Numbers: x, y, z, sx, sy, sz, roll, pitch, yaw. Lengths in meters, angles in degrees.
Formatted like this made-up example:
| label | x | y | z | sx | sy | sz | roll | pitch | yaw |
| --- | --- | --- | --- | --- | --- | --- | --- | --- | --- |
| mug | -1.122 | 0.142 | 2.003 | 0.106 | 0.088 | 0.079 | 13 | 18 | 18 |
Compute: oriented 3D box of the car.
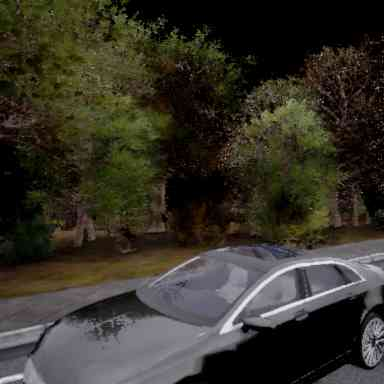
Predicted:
| label | x | y | z | sx | sy | sz | roll | pitch | yaw |
| --- | --- | --- | --- | --- | --- | --- | --- | --- | --- |
| car | 0.649 | 1.495 | 4.132 | 4.902 | 1.511 | 2.128 | 0 | 0 | -35 |
